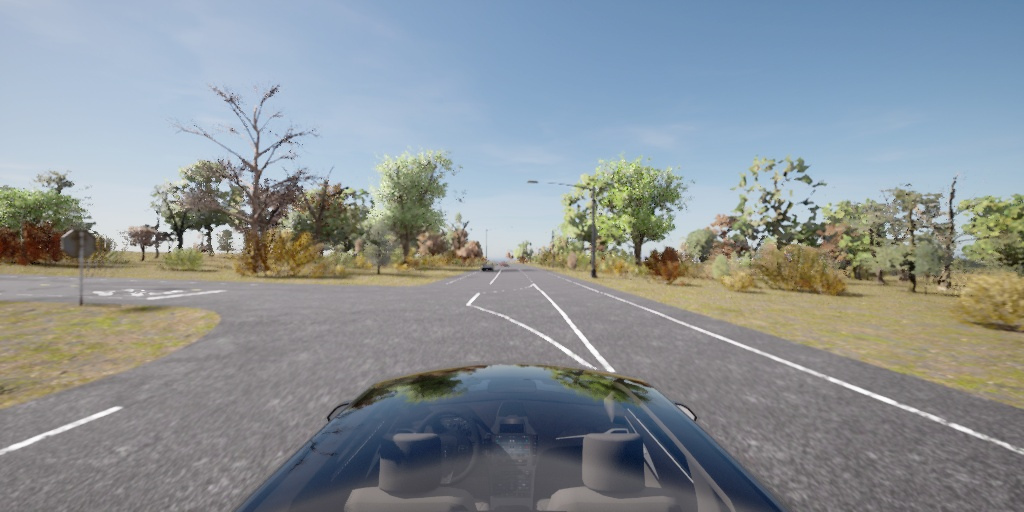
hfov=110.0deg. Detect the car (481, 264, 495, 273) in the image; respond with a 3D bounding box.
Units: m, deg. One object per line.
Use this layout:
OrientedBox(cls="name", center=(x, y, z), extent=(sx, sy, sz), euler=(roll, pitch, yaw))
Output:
OrientedBox(cls="car", center=(-3.652, 1.847, 54.738), extent=(1.895, 1.301, 4.718), euler=(0, -1, -1))
